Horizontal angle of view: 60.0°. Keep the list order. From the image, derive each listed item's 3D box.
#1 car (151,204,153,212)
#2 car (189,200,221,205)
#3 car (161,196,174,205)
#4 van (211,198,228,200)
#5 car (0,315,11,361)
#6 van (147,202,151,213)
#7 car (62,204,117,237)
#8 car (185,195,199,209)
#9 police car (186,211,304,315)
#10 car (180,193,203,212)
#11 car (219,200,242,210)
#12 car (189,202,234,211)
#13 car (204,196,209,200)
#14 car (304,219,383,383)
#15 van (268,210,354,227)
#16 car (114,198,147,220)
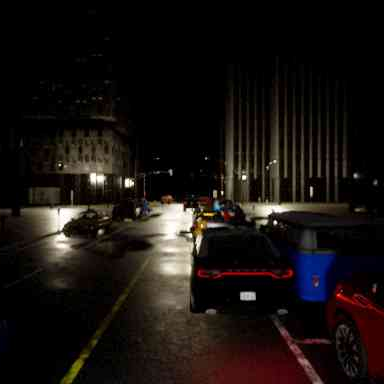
[{"bbox_3d":[-5.782,1.787,40.846,1.752,1.417,4.829,0,0,0],"label":"car"},{"bbox_3d":[0.891,1.608,23.986,1.801,1.575,5.366,0,0,0],"label":"car"},{"bbox_3d":[-5.793,1.805,73.581,2.192,1.841,5.009,0,0,0],"label":"car"},{"bbox_3d":[2.751,1.531,29.958,1.690,1.788,3.998,0,0,0],"label":"van"},{"bbox_3d":[-3.001,1.612,1.563,1.895,1.301,4.718,0,0,0],"label":"car"},{"bbox_3d":[-5.782,1.567,35.493,1.690,1.788,3.998,0,0,0],"label":"van"},{"bbox_3d":[-5.778,1.645,18.748,1.752,1.417,4.829,0,0,0],"label":"car"},{"bbox_3d":[-0.019,1.576,53.221,2.150,2.045,5.566,0,-1,0],"label":"car"},{"bbox_3d":[0.896,1.476,7.907,1.930,1.638,5.238,0,0,0],"label":"police car"},{"bbox_3d":[-0.012,1.496,42.848,2.150,2.045,5.566,0,0,0],"label":"car"},{"bbox_3d":[2.755,1.595,24.433,1.967,1.590,4.097,0,0,0],"label":"car"},{"bbox_3d":[0.893,1.570,17.986,1.801,1.575,5.366,0,0,0],"label":"car"},{"bbox_3d":[2.748,1.541,35.484,2.192,1.841,5.009,0,0,0],"label":"car"},{"bbox_3d":[2.767,1.330,2.332,2.192,1.841,5.009,0,0,0],"label":"car"},{"bbox_3d":[2.764,1.391,7.857,1.690,1.788,3.998,0,0,0],"label":"van"},{"bbox_3d":[-5.780,1.506,29.968,2.192,1.841,5.009,0,0,0],"label":"car"}]
